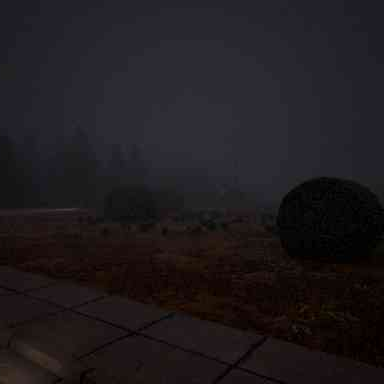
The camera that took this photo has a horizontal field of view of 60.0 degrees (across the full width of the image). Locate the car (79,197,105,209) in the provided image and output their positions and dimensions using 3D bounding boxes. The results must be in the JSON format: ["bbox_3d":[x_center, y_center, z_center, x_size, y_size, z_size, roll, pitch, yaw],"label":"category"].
[{"bbox_3d":[-13.413,1.479,46.634,2.128,1.511,4.902,0,0,37],"label":"car"}]
